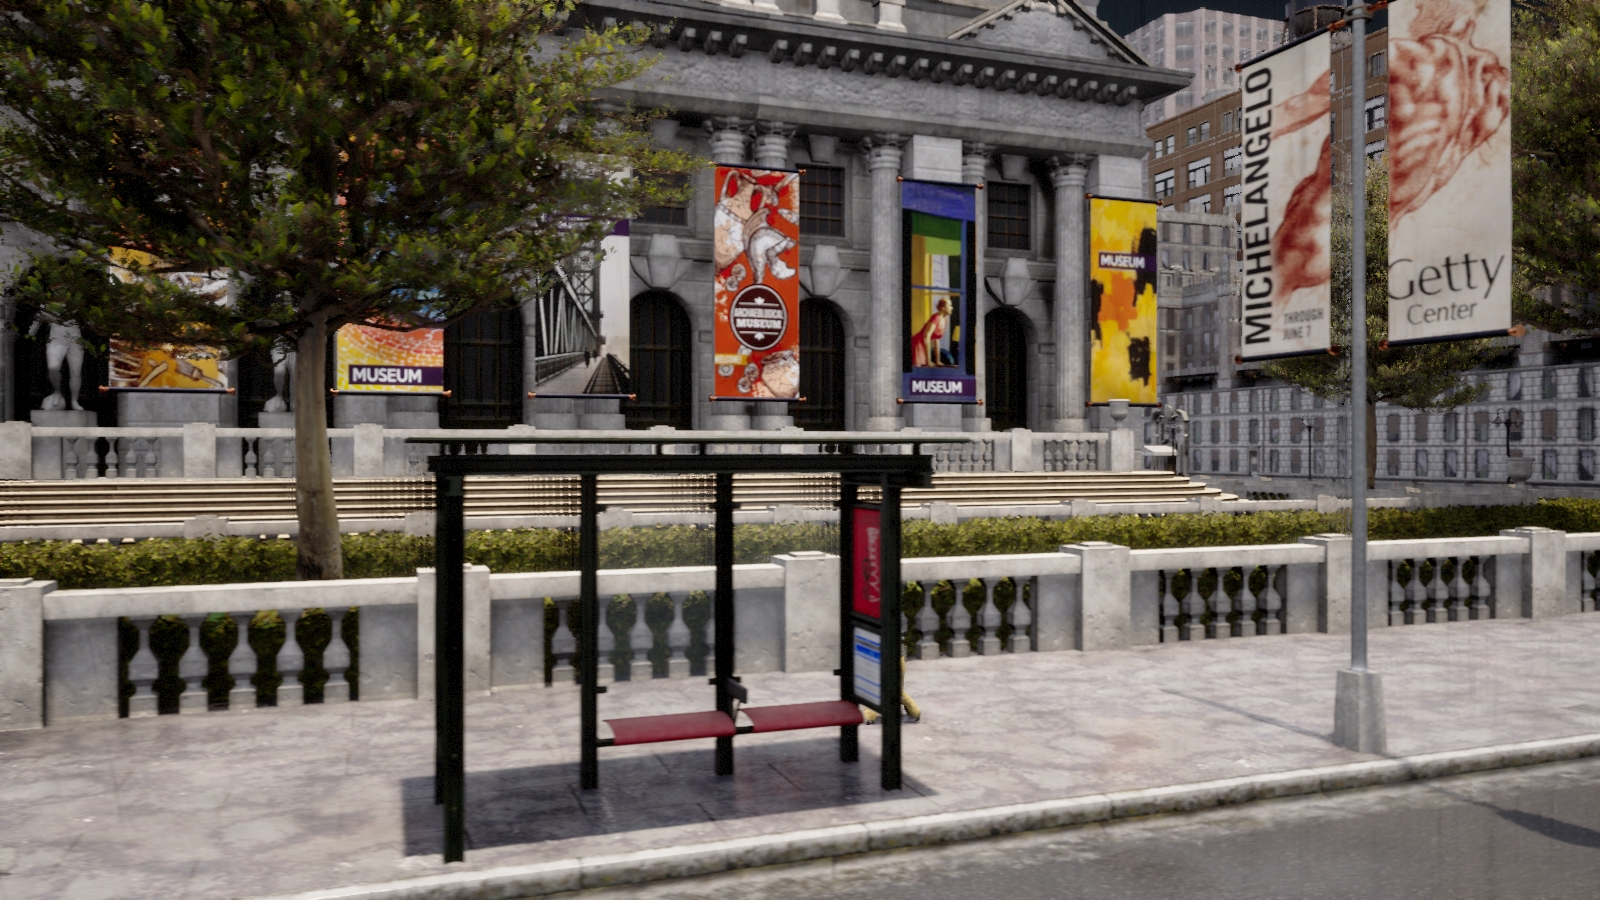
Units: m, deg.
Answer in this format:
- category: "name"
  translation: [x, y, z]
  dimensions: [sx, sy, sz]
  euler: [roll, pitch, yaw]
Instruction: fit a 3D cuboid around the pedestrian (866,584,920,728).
- category: "pedestrian"
  translation: [0.896, 1.972, 11.037]
  dimensions: [0.375, 1.300, 0.375]
  euler: [0, 0, -25]
